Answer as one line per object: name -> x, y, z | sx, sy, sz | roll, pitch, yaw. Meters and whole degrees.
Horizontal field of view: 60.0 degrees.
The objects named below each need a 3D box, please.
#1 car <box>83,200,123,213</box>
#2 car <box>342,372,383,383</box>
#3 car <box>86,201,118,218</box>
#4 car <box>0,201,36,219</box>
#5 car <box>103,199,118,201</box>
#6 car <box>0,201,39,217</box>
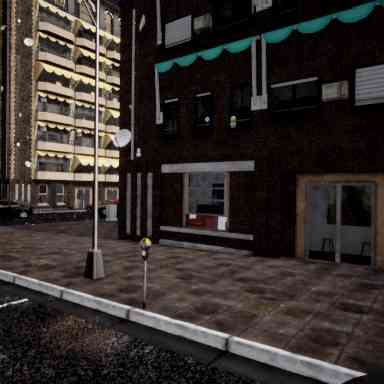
car -> -10.896, 1.710, 41.050 | 1.887, 1.381, 4.507 | 1, 0, 36
car -> 2.655, 1.551, 1.120 | 4.403, 1.369, 2.008 | 0, 1, 36
car -> -7.443, 1.824, 31.616 | 1.947, 1.339, 4.313 | 1, 0, 36
car -> -16.551, 1.578, 28.978 | 1.882, 1.535, 5.008 | 1, 1, 36
car -> -7.923, 1.444, 40.729 | 2.150, 2.045, 5.566 | 1, 0, 35
car -> -17.466, 1.624, 32.144 | 2.008, 1.369, 4.403 | 1, 0, 36
